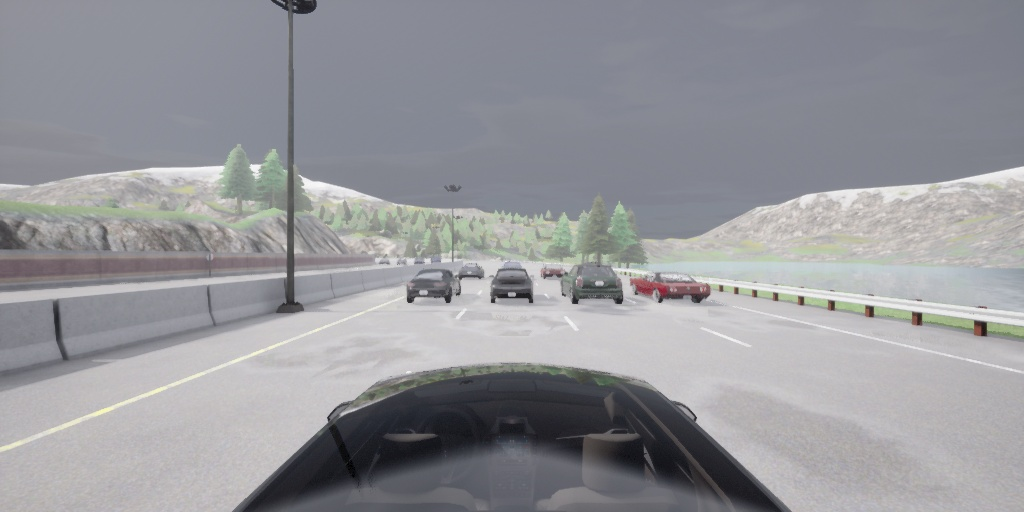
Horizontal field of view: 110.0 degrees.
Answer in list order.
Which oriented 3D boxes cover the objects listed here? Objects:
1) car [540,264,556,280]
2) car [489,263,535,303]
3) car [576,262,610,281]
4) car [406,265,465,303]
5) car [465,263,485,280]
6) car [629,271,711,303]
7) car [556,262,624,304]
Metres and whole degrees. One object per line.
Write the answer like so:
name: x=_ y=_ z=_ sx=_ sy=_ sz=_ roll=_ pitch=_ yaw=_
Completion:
car: x=3.500 y=1.367 z=31.530 sx=1.895 sy=1.301 sz=4.718 roll=0 pitch=0 yaw=0
car: x=0.000 y=1.267 z=16.500 sx=1.837 sy=1.490 sz=4.892 roll=0 pitch=0 yaw=0
car: x=7.000 y=1.267 z=31.500 sx=1.837 sy=1.490 sz=4.892 roll=0 pitch=0 yaw=0
car: x=-3.500 y=1.283 z=16.500 sx=1.812 sy=1.442 sz=4.674 roll=0 pitch=0 yaw=0
car: x=-3.500 y=1.323 z=31.500 sx=1.994 sy=1.385 sz=4.181 roll=0 pitch=0 yaw=0
car: x=7.000 y=1.367 z=16.530 sx=1.895 sy=1.301 sz=4.718 roll=0 pitch=0 yaw=0
car: x=3.500 y=1.116 z=16.470 sx=2.097 sy=1.767 sz=4.553 roll=0 pitch=0 yaw=0
